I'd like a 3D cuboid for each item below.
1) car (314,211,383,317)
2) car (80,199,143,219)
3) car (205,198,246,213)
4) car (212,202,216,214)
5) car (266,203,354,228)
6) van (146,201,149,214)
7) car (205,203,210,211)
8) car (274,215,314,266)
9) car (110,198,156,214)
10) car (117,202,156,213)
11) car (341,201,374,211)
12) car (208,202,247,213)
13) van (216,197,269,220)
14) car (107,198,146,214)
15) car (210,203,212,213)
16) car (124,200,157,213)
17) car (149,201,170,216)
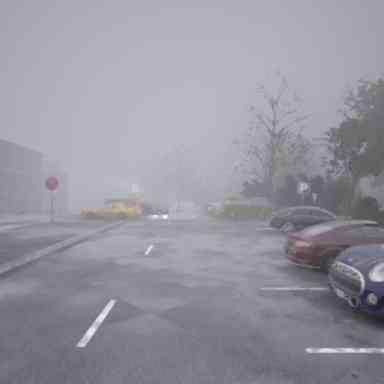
[{"bbox_3d":[5.108,1.361,6.455,4.553,1.767,2.185,0,0,0],"label":"car"},{"bbox_3d":[-7.604,1.728,30.940,5.366,1.575,1.946,0,-1,-1],"label":"car"},{"bbox_3d":[4.636,1.901,47.051,5.566,2.045,2.435,0,-2,-1],"label":"car"},{"bbox_3d":[5.012,1.760,33.212,5.366,1.575,1.946,0,-1,-1],"label":"car"},{"bbox_3d":[6.784,1.592,18.531,4.892,1.490,1.837,1,1,14],"label":"car"},{"bbox_3d":[-7.363,1.639,36.902,4.442,1.987,1.878,0,-1,-1],"label":"van"},{"bbox_3d":[4.715,1.724,41.592,5.566,2.045,2.435,0,-2,-1],"label":"car"},{"bbox_3d":[5.032,1.538,9.624,4.674,1.452,2.002,0,0,-1],"label":"car"},{"bbox_3d":[-7.519,1.784,43.091,5.566,2.045,2.435,0,-2,-1],"label":"car"},{"bbox_3d":[-7.585,2.132,45.999,5.008,1.535,2.097,0,-2,-1],"label":"car"},{"bbox_3d":[28.123,2.370,56.731,4.553,1.767,2.097,0,-3,0],"label":"car"},{"bbox_3d":[4.697,2.065,44.375,4.892,1.521,2.231,0,-2,-1],"label":"car"},{"bbox_3d":[4.737,1.481,30.420,4.442,1.987,1.878,0,-1,-1],"label":"van"},{"bbox_3d":[-7.417,1.665,33.862,4.553,1.767,2.185,0,-1,-1],"label":"car"},{"bbox_3d":[4.986,1.821,35.872,5.366,1.575,1.946,0,-1,-1],"label":"car"},{"bbox_3d":[-7.603,2.107,49.037,4.553,1.767,2.185,0,-2,-1],"label":"car"},{"bbox_3d":[-3.656,1.988,38.640,1.994,1.385,4.181,0,-1,0],"label":"car"}]
